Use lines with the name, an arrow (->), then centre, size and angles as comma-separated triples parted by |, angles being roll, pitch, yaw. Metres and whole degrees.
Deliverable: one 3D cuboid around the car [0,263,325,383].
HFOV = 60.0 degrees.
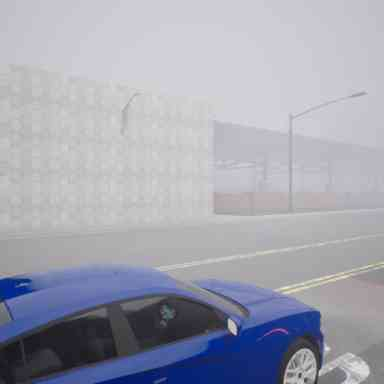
car -> -0.723, 1.478, 3.234 | 5.008, 1.535, 1.882 | 0, 0, -36
